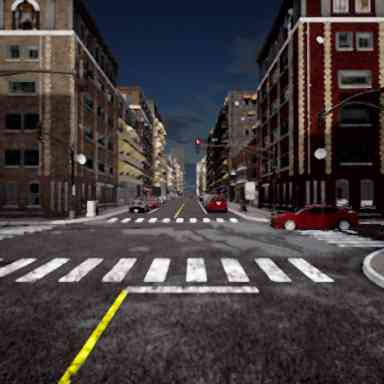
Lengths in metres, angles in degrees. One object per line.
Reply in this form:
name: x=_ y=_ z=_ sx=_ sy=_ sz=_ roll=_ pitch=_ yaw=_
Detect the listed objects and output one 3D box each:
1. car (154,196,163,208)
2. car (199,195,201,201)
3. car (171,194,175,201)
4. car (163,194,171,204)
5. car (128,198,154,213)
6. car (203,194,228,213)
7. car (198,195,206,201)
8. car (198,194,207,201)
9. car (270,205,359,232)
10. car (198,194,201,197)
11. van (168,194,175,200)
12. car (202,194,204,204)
car: x=-5.682 y=1.515 z=47.069 sx=1.887 sy=1.381 sz=4.507 roll=1 pitch=0 yaw=0
car: x=2.697 y=1.560 z=58.117 sx=1.802 sy=1.307 sz=4.206 roll=1 pitch=0 yaw=0
car: x=-5.686 y=1.591 z=80.208 sx=1.802 sy=1.307 sz=4.206 roll=1 pitch=0 yaw=0
car: x=-5.684 y=1.536 z=63.639 sx=2.008 sy=1.369 sz=4.403 roll=1 pitch=0 yaw=0
car: x=-5.681 y=1.537 z=36.021 sx=1.947 sy=1.339 sz=4.313 roll=1 pitch=0 yaw=0
car: x=2.703 y=1.286 z=36.024 sx=2.192 sy=1.841 sz=5.009 roll=1 pitch=0 yaw=0
car: x=2.693 y=1.576 z=91.260 sx=1.887 sy=1.381 sz=4.507 roll=1 pitch=0 yaw=0
car: x=2.697 y=1.334 z=85.736 sx=2.192 sy=1.841 sz=5.009 roll=1 pitch=0 yaw=0
car: x=7.128 y=1.522 z=19.639 sx=5.008 sy=1.535 sz=1.882 roll=-1 pitch=-1 yaw=0
car: x=2.694 y=1.575 z=80.211 sx=1.947 sy=1.339 sz=4.313 roll=1 pitch=0 yaw=0
van: x=-5.684 y=1.373 z=91.258 sx=1.690 sy=1.788 sz=3.998 roll=1 pitch=0 yaw=0
car: x=2.703 y=1.285 z=41.549 sx=2.192 sy=1.841 sz=5.009 roll=1 pitch=0 yaw=0
